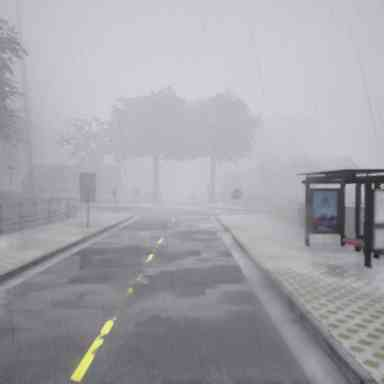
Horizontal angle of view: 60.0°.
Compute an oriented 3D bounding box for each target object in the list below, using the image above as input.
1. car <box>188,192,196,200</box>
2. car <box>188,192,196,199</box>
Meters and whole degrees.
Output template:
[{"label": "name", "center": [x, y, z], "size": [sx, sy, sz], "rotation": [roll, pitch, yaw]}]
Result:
[{"label": "car", "center": [0.014, 1.099, 77.286], "size": [1.994, 1.385, 4.181], "rotation": [0, 0, 0]}, {"label": "car", "center": [0.016, 0.798, 87.304], "size": [2.097, 1.767, 4.553], "rotation": [0, 0, 0]}]
